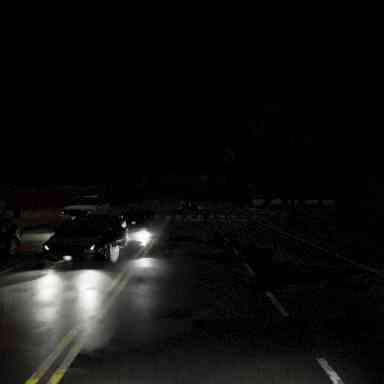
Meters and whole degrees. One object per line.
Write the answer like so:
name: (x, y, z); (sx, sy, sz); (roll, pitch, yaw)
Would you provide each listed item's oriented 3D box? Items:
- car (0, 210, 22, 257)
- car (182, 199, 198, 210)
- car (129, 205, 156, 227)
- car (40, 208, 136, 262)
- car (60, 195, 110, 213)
car: (-7.160, 1.523, 10.276); (1.837, 1.490, 4.892); (0, 0, 0)
car: (-0.242, 1.566, 43.118); (1.994, 1.385, 4.181); (0, 0, 0)
car: (-3.674, 1.625, 23.028); (1.895, 1.301, 4.718); (0, 0, 0)
car: (-3.677, 1.562, 12.455); (2.033, 1.411, 5.357); (0, 0, -1)
car: (-7.175, 1.245, 22.966); (2.150, 2.045, 5.566); (0, 0, 0)
